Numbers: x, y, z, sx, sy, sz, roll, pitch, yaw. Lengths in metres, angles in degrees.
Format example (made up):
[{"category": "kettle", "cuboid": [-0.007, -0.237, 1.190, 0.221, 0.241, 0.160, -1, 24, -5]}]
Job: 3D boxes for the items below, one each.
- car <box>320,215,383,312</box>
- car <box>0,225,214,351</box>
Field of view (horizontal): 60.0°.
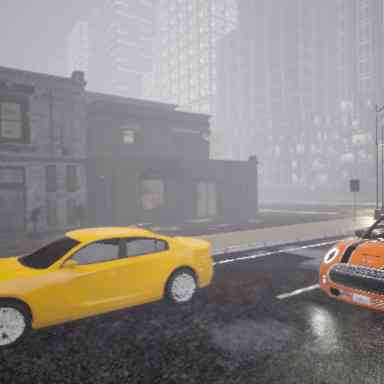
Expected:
[{"category": "car", "cuboid": [4.762, 1.234, 7.077, 4.553, 1.767, 2.097, -1, 1, -35]}, {"category": "car", "cuboid": [-1.877, 1.447, 6.338, 5.008, 1.535, 1.882, -1, 0, -35]}]
